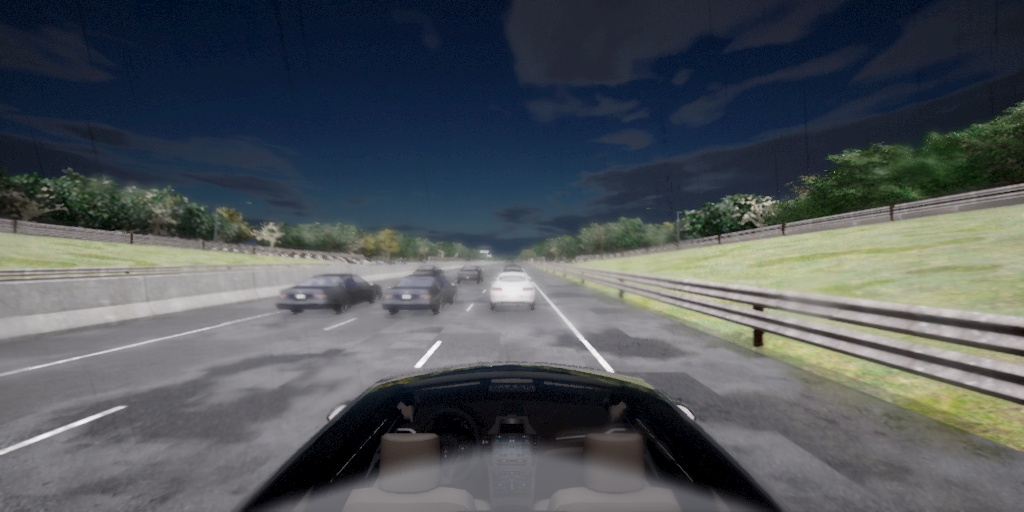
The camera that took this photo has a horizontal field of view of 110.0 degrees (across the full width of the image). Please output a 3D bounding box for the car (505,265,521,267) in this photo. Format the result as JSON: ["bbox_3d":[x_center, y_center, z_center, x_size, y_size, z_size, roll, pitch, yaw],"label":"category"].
[{"bbox_3d":[0.085,1.522,30.304,1.837,1.490,4.892,0,0,1],"label":"car"}]

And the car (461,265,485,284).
[{"bbox_3d":[-3.415,1.508,30.333,2.128,1.511,4.902,0,0,1],"label":"car"}]

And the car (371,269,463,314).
[{"bbox_3d":[-3.479,1.421,14.384,2.033,1.411,5.357,0,0,0],"label":"car"}]

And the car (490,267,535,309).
[{"bbox_3d":[0.040,1.411,15.736,1.812,1.442,4.674,0,0,1],"label":"car"}]

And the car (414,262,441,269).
[{"bbox_3d":[-6.915,1.509,30.347,2.128,1.511,4.902,0,0,1],"label":"car"}]

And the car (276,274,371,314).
[{"bbox_3d":[-6.980,1.421,14.410,2.033,1.411,5.357,0,0,1],"label":"car"}]
